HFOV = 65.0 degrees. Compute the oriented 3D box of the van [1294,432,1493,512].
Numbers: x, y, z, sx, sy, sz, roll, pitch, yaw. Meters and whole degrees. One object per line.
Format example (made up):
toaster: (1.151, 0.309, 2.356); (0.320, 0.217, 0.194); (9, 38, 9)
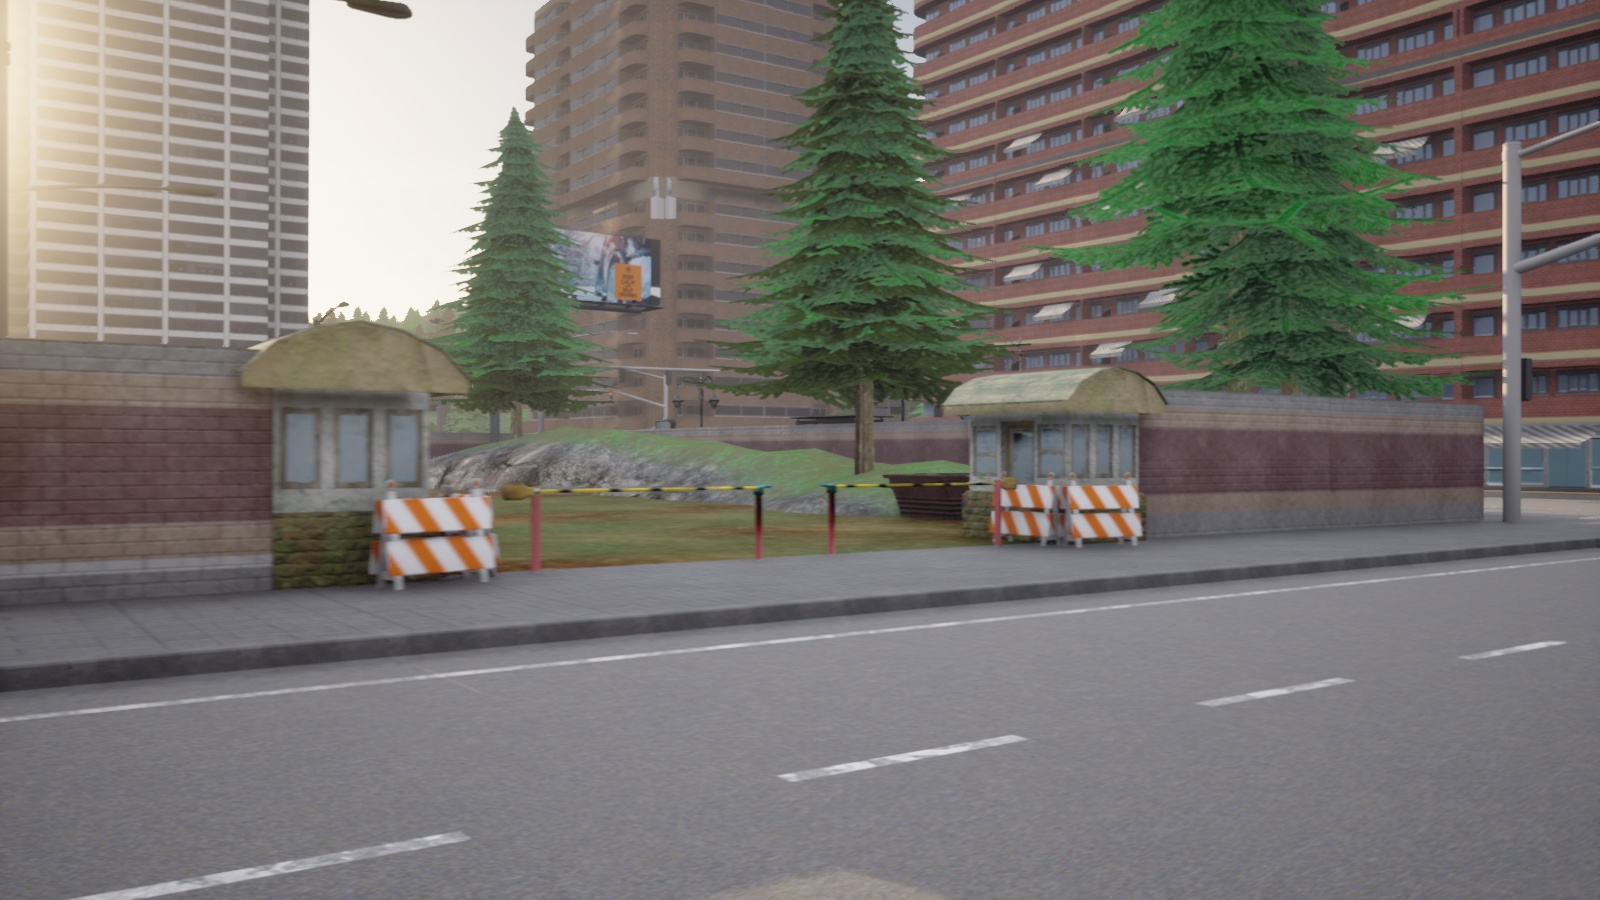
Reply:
van: (16.162, 0.574, 34.395); (2.069, 2.038, 4.480); (0, 0, -34)
